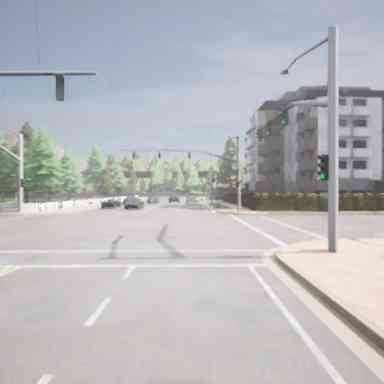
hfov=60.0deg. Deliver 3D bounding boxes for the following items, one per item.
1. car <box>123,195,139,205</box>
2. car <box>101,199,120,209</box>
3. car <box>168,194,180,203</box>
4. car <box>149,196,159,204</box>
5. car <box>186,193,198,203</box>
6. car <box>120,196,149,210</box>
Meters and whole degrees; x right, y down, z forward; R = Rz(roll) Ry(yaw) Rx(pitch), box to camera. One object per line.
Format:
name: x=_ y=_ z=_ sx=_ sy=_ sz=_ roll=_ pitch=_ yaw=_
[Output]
car: x=-10.540 y=1.385 z=57.859 sx=1.882 sy=1.535 sz=5.008 roll=0 pitch=1 yaw=1
car: x=-10.576 y=1.530 z=43.889 sx=1.895 sy=1.301 sz=4.718 roll=0 pitch=0 yaw=0
car: x=-3.506 y=1.248 z=65.275 sx=2.097 sy=1.767 sz=4.553 roll=0 pitch=0 yaw=0
car: x=-7.014 y=1.395 z=60.448 sx=2.128 sy=1.511 sz=4.902 roll=0 pitch=0 yaw=0
car: x=-0.006 y=1.127 z=65.349 sx=2.150 sy=2.045 sz=5.566 roll=0 pitch=0 yaw=0
car: x=-7.087 y=1.480 z=41.325 sx=2.033 sy=1.411 sz=5.357 roll=0 pitch=0 yaw=0
